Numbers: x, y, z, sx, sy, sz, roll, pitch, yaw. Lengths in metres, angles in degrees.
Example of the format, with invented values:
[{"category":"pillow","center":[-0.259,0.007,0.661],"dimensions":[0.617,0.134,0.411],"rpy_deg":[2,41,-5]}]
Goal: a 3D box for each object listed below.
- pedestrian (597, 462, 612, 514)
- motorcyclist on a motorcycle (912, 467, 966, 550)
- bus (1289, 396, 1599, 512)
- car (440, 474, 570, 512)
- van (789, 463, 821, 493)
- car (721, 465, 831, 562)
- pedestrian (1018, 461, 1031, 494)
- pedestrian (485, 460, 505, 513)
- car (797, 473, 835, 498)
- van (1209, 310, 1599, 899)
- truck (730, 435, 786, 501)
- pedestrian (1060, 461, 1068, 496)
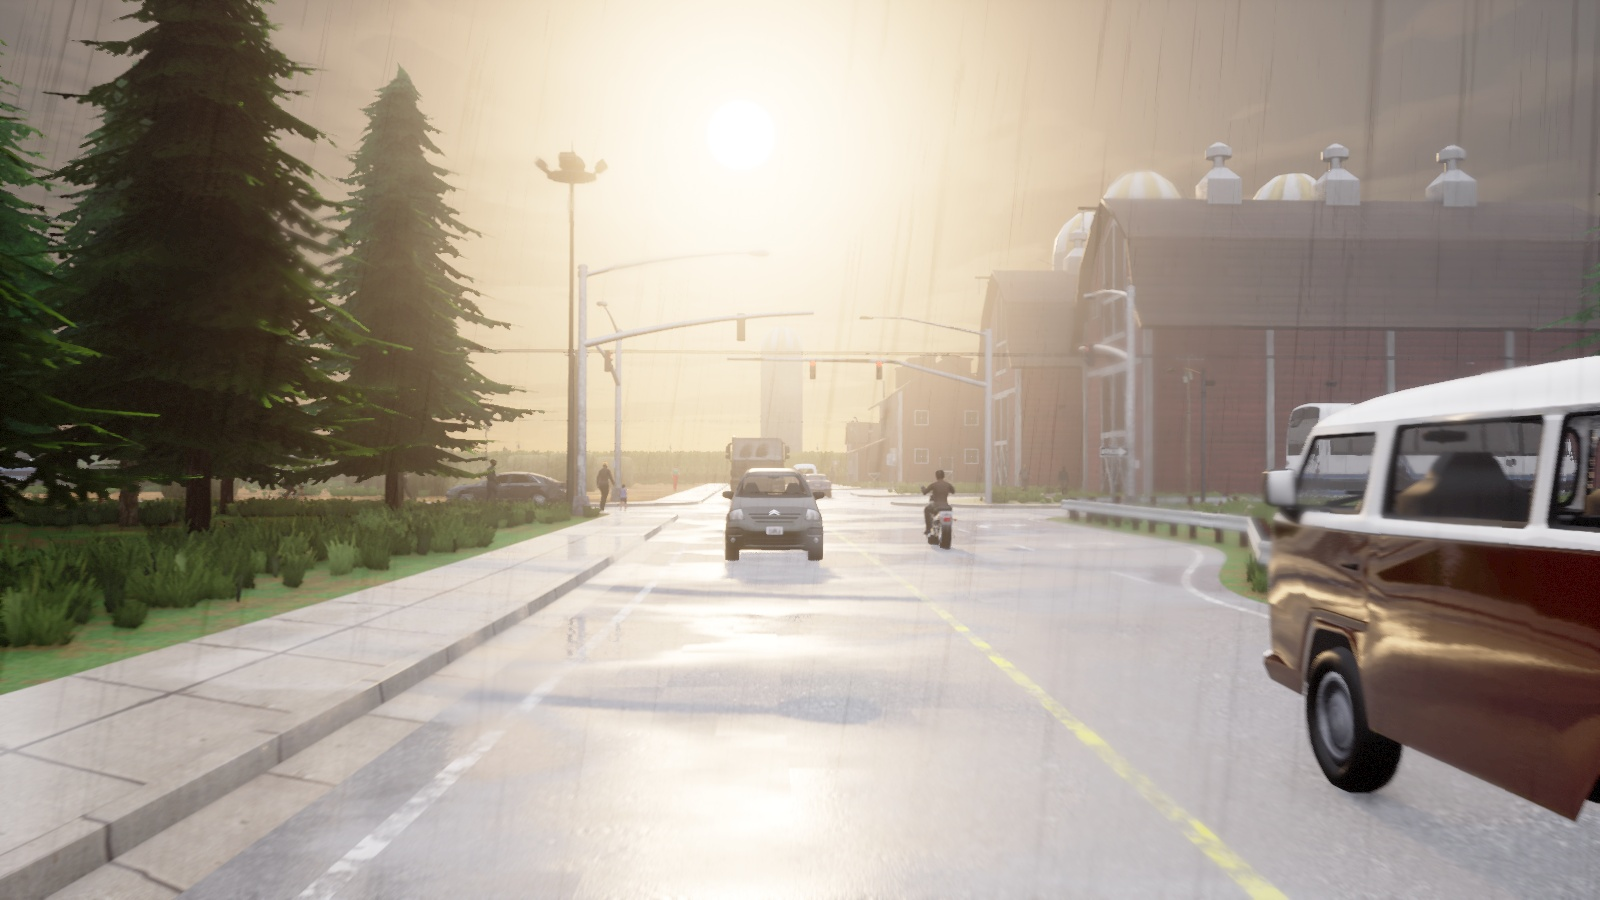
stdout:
[{"category":"pedestrian","center":[-6.994,1.345,44.926],"dimensions":[0.331,1.846,0.634],"rpy_deg":[0,-1,10]},{"category":"motorcyclist on a motorcycle","center":[2.889,1.194,26.298],"dimensions":[0.766,1.649,2.350],"rpy_deg":[0,-1,-2]},{"category":"bus","center":[24.771,0.176,48.387],"dimensions":[10.273,4.253,3.944],"rpy_deg":[0,-1,-1]},{"category":"car","center":[-11.925,1.749,51.000],"dimensions":[4.892,1.490,1.837],"rpy_deg":[0,-1,-2]},{"category":"van","center":[0.329,2.002,89.894],"dimensions":[2.069,2.038,4.480],"rpy_deg":[-1,0,-2]},{"category":"car","center":[-0.486,1.102,23.107],"dimensions":[1.851,1.617,3.988],"rpy_deg":[0,-1,-2]},{"category":"pedestrian","center":[12.889,1.578,72.202],"dimensions":[0.540,1.848,0.694],"rpy_deg":[0,-1,-7]},{"category":"pedestrian","center":[-10.739,1.280,44.203],"dimensions":[0.614,1.847,0.353],"rpy_deg":[0,-1,4]},{"category":"car","center":[0.911,2.123,75.501],"dimensions":[2.033,1.411,5.357],"rpy_deg":[0,-1,-2]},{"category":"van","center":[3.474,0.611,5.173],"dimensions":[2.069,2.038,4.480],"rpy_deg":[0,-1,0]},{"category":"truck","center":[-2.361,1.006,69.699],"dimensions":[2.891,3.462,7.936],"rpy_deg":[0,-1,-2]},{"category":"pedestrian","center":[14.106,1.528,67.109],"dimensions":[0.370,1.835,0.726],"rpy_deg":[0,-1,9]}]
